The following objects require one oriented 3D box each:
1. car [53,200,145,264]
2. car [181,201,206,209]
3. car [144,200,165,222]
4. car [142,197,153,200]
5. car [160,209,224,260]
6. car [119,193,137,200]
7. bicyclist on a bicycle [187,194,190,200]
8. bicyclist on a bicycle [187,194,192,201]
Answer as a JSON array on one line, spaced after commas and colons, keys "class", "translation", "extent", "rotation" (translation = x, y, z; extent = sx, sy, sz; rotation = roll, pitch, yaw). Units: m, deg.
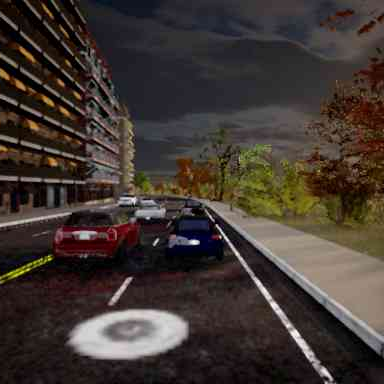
[{"class": "car", "translation": [-3.171, 1.348, 11.997], "extent": [2.097, 1.767, 4.553], "rotation": [0, 0, 0]}, {"class": "car", "translation": [0.101, 1.487, 27.613], "extent": [2.128, 1.511, 4.902], "rotation": [0, 0, 0]}, {"class": "car", "translation": [-3.159, 1.595, 26.195], "extent": [1.895, 1.301, 4.718], "rotation": [0, 0, 0]}, {"class": "car", "translation": [-6.656, 1.522, 49.721], "extent": [1.812, 1.442, 4.674], "rotation": [0, 0, -1]}, {"class": "car", "translation": [0.084, 1.559, 12.442], "extent": [1.994, 1.385, 4.181], "rotation": [0, 0, 0]}, {"class": "car", "translation": [-9.921, 1.219, 51.577], "extent": [2.150, 2.045, 5.566], "rotation": [0, 0, -1]}, {"class": "bicyclist on a bicycle", "translation": [-0.963, 1.424, 89.325], "extent": [0.866, 1.612, 1.509], "rotation": [0, 0, -4]}, {"class": "bicyclist on a bicycle", "translation": [-0.349, 1.360, 80.269], "extent": [0.659, 1.776, 1.843], "rotation": [0, 0, -3]}]
